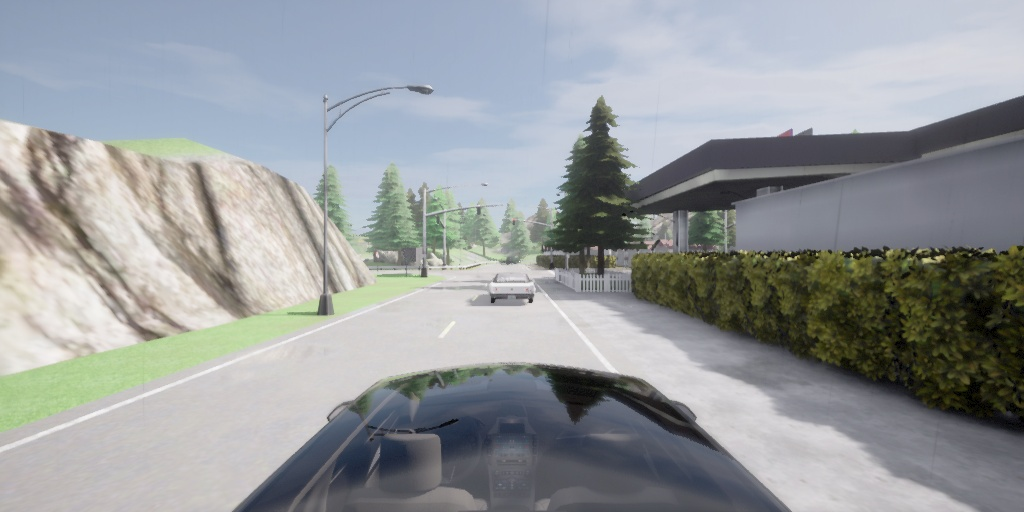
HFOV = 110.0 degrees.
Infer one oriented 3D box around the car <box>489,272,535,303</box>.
[{"bbox_3d":[0.000,1.364,16.530,1.895,1.301,4.718,0,0,0],"label":"car"}]
